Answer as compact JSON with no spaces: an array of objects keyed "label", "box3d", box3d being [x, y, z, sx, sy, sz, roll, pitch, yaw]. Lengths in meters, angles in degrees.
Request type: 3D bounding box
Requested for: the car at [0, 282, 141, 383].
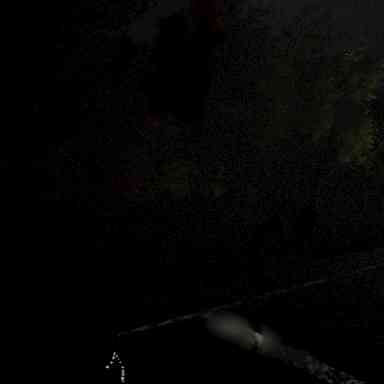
[{"label":"car","box3d":[-3.010,1.227,1.597,5.566,2.045,2.150,0,0,-36]}]
